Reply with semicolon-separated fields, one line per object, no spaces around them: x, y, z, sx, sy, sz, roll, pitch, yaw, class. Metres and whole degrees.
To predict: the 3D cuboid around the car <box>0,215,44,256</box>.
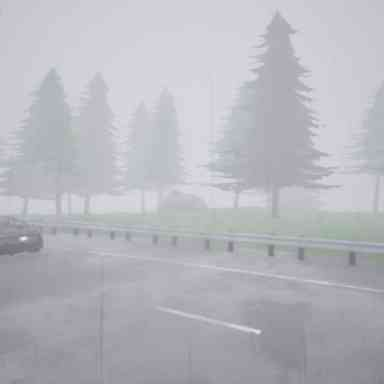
-7.350;1.513;11.877;4.181;1.385;1.994;0;0;26;car
